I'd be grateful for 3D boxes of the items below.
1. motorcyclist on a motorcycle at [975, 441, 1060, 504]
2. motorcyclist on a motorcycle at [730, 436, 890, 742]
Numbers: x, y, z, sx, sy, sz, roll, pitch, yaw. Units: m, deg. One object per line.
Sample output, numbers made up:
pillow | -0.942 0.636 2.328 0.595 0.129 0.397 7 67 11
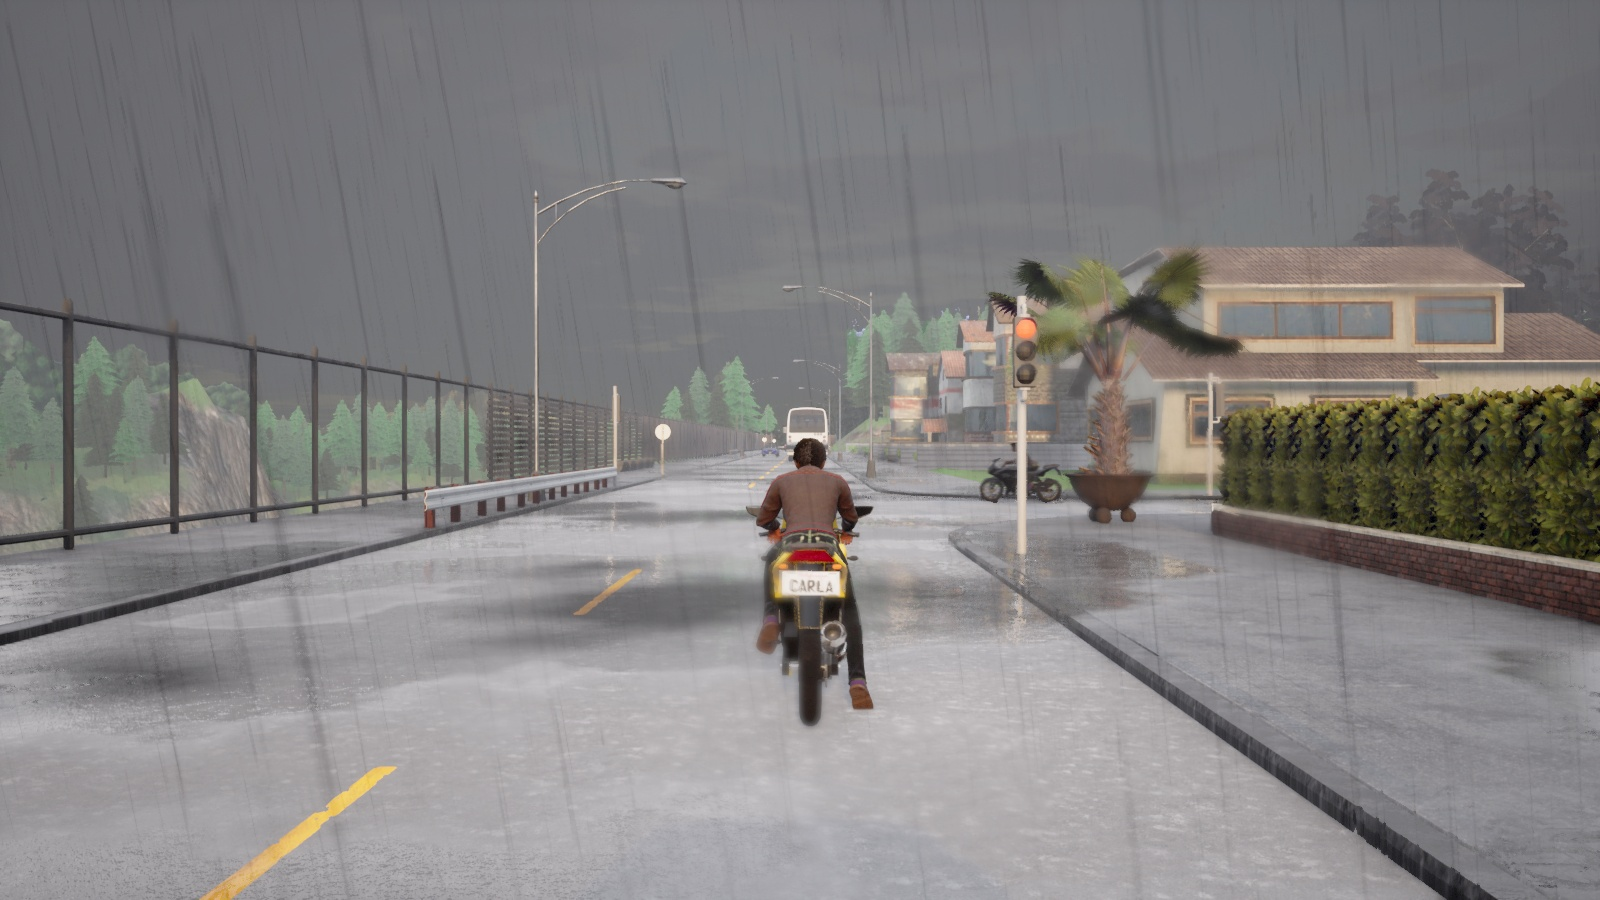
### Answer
motorcyclist on a motorcycle | 5.335 0.558 30.893 2.044 1.523 0.797 0 -1 7
motorcyclist on a motorcycle | 0.056 0.687 7.269 0.797 1.523 2.044 0 0 0
